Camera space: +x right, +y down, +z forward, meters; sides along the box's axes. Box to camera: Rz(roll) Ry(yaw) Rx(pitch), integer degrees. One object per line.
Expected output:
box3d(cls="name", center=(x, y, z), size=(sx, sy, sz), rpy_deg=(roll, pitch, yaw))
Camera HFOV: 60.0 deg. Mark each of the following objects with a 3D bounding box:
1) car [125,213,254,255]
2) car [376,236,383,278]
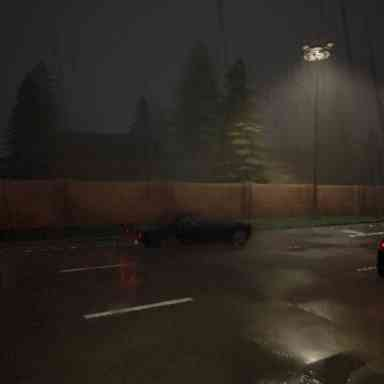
box3d(cls="car", center=(0.005, 1.454, 12.595), size=(4.718, 1.301, 1.895), rpy_deg=(0, 1, -28))
box3d(cls="car", center=(6.813, 1.317, 8.317), size=(4.553, 1.767, 2.097), rpy_deg=(0, 1, -28))
